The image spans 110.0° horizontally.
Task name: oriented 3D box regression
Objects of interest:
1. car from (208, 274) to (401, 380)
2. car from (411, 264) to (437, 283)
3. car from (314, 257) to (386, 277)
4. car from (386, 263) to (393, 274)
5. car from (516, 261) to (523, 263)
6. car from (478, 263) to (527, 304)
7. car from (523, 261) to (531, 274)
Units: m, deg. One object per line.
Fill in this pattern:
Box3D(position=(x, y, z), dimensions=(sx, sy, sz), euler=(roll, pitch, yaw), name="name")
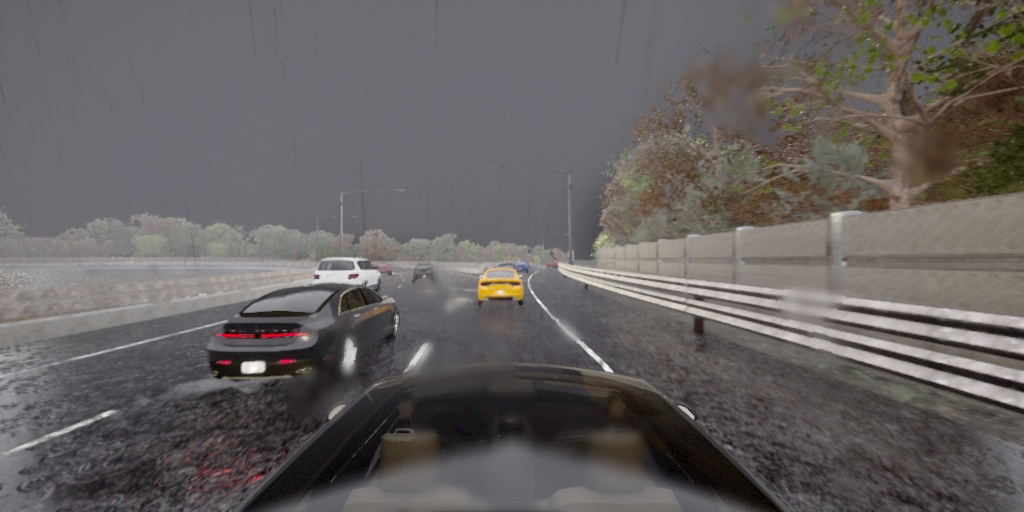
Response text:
Box3D(position=(-3.698, 1.304, 7.387), dimensions=(1.837, 1.490, 4.892), euler=(0, 0, -3), name="car")
Box3D(position=(-7.392, 1.411, 30.315), dimensions=(1.837, 1.490, 4.892), euler=(0, 0, -15), name="car")
Box3D(position=(-8.381, 1.097, 18.688), dimensions=(2.150, 2.045, 5.566), euler=(0, 0, -9), name="car")
Box3D(position=(-15.795, 1.545, 43.809), dimensions=(1.812, 1.442, 4.674), euler=(0, 0, -23), name="car")
Box3D(position=(-0.308, 1.349, 28.980), dimensions=(1.837, 1.490, 4.892), euler=(-1, 0, 3), name="car")
Box3D(position=(-0.509, 1.282, 16.644), dimensions=(1.882, 1.535, 5.008), euler=(0, 0, -1), name="car")
Box3D(position=(1.262, 1.361, 44.777), dimensions=(1.882, 1.535, 5.008), euler=(-1, 0, 8), name="car")
